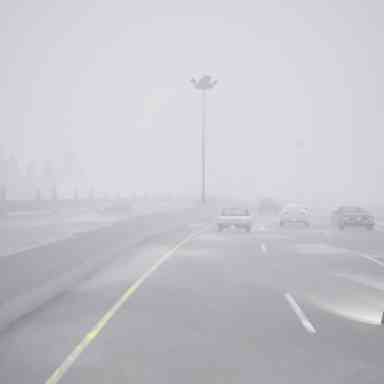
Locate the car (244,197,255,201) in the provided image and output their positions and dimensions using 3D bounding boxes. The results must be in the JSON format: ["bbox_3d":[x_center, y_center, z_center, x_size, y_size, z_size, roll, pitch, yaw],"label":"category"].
[{"bbox_3d":[12.847,1.720,69.443,2.033,1.411,5.357,0,0,40],"label":"car"}]

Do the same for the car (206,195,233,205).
[{"bbox_3d":[4.066,1.570,44.335,1.837,1.490,4.892,0,0,28],"label":"car"}]

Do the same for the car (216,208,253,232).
[{"bbox_3d":[2.756,1.624,20.516,1.895,1.301,4.718,0,0,13],"label":"car"}]

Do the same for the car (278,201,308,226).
[{"bbox_3d":[7.296,1.559,23.918,1.812,1.442,4.674,0,0,15],"label":"car"}]

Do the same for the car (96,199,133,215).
[{"bbox_3d":[-7.869,1.523,34.256,2.128,1.511,4.902,0,0,20],"label":"car"}]

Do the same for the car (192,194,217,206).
[{"bbox_3d":[2.142,1.301,48.245,2.150,2.045,5.566,0,0,29],"label":"car"}]

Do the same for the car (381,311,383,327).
[{"bbox_3d":[3.837,1.582,3.421,1.994,1.385,4.181,0,0,3],"label":"car"}]

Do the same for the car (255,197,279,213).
[{"bbox_3d":[9.091,1.403,38.288,2.097,1.767,4.553,0,0,25],"label":"car"}]

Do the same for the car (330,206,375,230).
[{"bbox_3d":[10.136,1.583,21.293,2.033,1.411,5.357,0,0,15],"label":"car"}]
